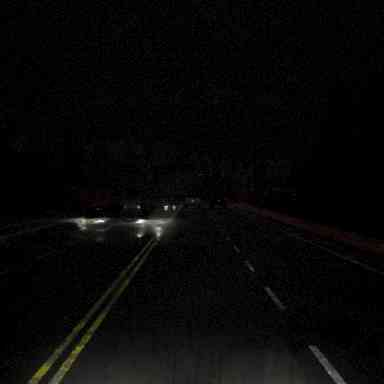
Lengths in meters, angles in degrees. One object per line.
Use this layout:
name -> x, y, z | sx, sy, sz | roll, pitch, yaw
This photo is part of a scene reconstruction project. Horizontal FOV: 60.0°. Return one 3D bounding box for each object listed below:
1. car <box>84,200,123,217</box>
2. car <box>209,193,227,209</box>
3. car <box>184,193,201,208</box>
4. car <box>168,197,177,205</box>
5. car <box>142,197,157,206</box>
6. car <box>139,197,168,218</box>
car -> -8.156, 1.473, 31.104 | 1.882, 1.535, 5.008 | 1, 0, 14
car -> 3.604, 1.216, 46.703 | 2.150, 2.045, 5.566 | 0, 0, 0
car -> 0.104, 1.216, 47.249 | 2.150, 2.045, 5.566 | 0, 0, 0
car -> -3.507, 1.542, 56.901 | 2.033, 1.411, 5.357 | 0, 0, 0
car -> -7.022, 1.559, 55.655 | 1.994, 1.385, 4.181 | 0, 0, 0
car -> -3.594, 1.474, 30.169 | 1.882, 1.535, 5.008 | 0, 0, 0
